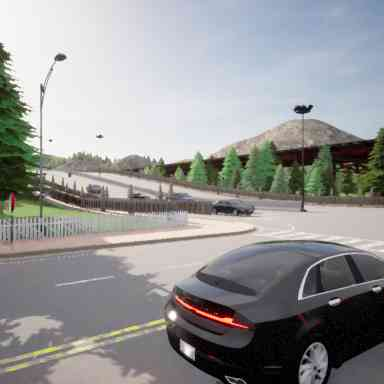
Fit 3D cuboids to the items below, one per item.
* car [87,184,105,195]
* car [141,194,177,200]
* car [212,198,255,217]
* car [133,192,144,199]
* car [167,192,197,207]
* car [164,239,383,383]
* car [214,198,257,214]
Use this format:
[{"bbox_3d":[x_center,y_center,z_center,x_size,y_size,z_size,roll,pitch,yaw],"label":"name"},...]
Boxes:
[{"bbox_3d":[-17.228,-0.558,59.937,2.097,1.767,4.553,0,7,-37],"label":"car"},{"bbox_3d":[-4.255,1.411,42.589,1.994,1.385,4.181,0,2,-37],"label":"car"},{"bbox_3d":[3.768,1.502,32.028,1.837,1.490,4.892,0,0,-37],"label":"car"},{"bbox_3d":[-8.554,0.739,54.109,1.895,1.301,4.718,0,5,-37],"label":"car"},{"bbox_3d":[-1.465,1.061,44.708,2.150,2.045,5.566,0,2,-36],"label":"car"},{"bbox_3d":[1.921,1.505,5.116,4.892,1.490,1.837,0,0,-35],"label":"car"},{"bbox_3d":[4.709,1.497,36.576,1.837,1.490,4.892,0,0,-37],"label":"car"}]
